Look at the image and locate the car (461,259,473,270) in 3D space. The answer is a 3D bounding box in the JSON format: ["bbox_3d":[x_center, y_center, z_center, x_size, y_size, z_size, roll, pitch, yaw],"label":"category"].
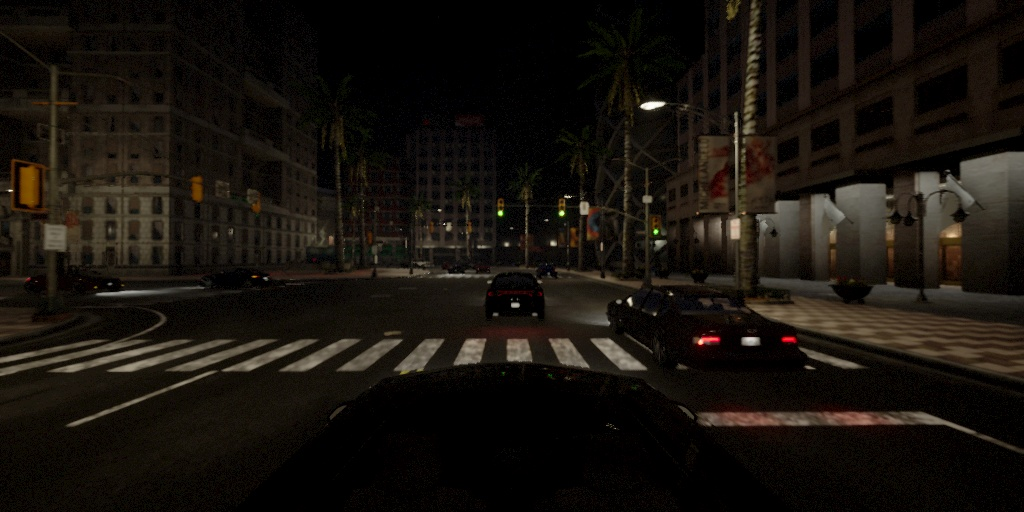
[{"bbox_3d":[-8.013,1.470,63.230,2.150,2.045,5.566,0,-1,-28],"label":"car"}]

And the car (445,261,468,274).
[{"bbox_3d":[-7.380,1.691,48.154,1.994,1.385,4.181,0,0,-4],"label":"car"}]

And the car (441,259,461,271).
[{"bbox_3d":[-10.423,1.752,60.377,1.812,1.442,4.674,0,0,-26],"label":"car"}]

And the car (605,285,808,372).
[{"bbox_3d":[3.597,1.348,7.910,2.033,1.411,5.357,0,0,0],"label":"car"}]

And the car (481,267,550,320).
[{"bbox_3d":[0.099,1.320,13.048,1.882,1.535,5.008,0,-1,0],"label":"car"}]

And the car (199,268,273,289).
[{"bbox_3d":[-18.995,1.502,24.796,4.181,1.385,1.994,0,-1,2],"label":"car"}]

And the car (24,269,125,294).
[{"bbox_3d":[-25.852,1.472,21.284,4.181,1.385,1.994,0,0,0],"label":"car"}]

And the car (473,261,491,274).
[{"bbox_3d":[-3.924,1.609,48.712,1.882,1.535,5.008,0,0,-5],"label":"car"}]

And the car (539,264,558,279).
[{"bbox_3d":[3.602,1.566,37.473,1.812,1.442,4.674,0,0,0],"label":"car"}]
